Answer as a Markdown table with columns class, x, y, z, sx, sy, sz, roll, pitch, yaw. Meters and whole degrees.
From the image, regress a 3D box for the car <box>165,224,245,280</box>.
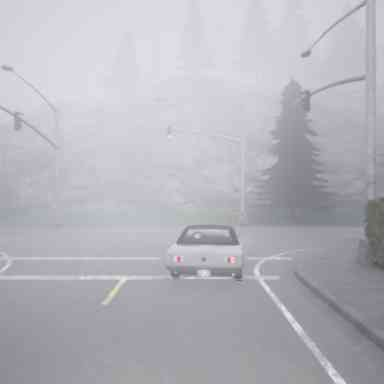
| class | x | y | z | sx | sy | sz | roll | pitch | yaw |
| --- | --- | --- | --- | --- | --- | --- | --- | --- | --- |
| car | 0.581 | 1.601 | 9.973 | 1.895 | 1.301 | 4.718 | 0 | 0 | 8 |
